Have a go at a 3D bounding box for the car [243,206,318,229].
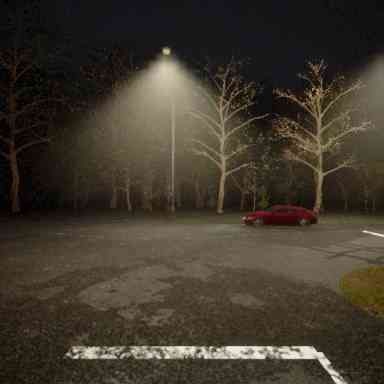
[{"bbox_3d":[5.614,1.600,21.320,4.674,1.442,1.812,0,0,0],"label":"car"}]
